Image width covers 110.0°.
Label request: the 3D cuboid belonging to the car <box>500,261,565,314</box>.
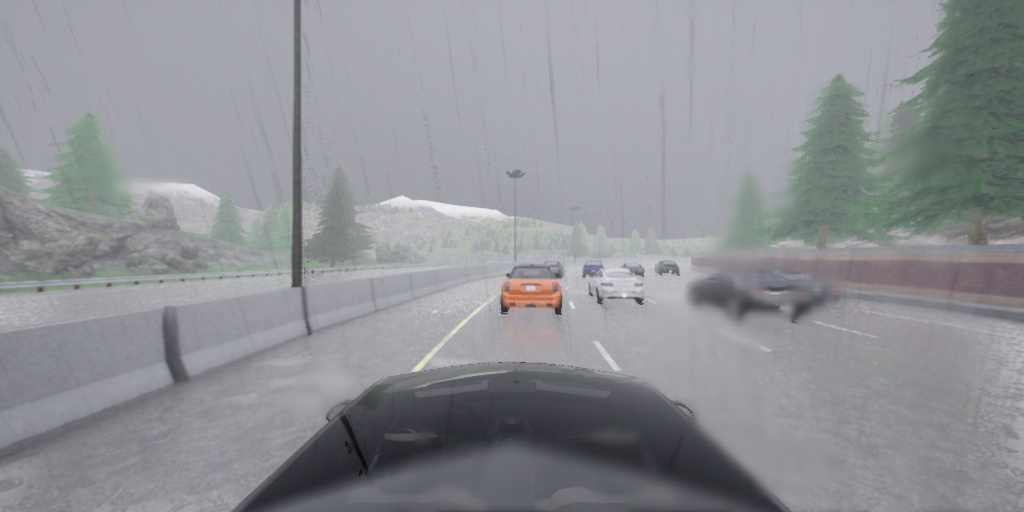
[{"bbox_3d":[0.805,1.067,13.813,2.097,1.767,4.553,0,0,5],"label":"car"}]

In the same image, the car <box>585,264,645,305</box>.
[{"bbox_3d":[4.517,1.245,15.933,1.812,1.442,4.674,0,0,6],"label":"car"}]

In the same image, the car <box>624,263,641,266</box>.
[{"bbox_3d":[11.302,1.284,33.873,1.895,1.301,4.718,0,0,14],"label":"car"}]

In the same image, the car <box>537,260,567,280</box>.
[{"bbox_3d":[3.568,1.161,31.400,2.128,1.511,4.902,0,0,12],"label":"car"}]

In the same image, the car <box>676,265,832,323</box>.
[{"bbox_3d":[7.669,1.231,12.150,2.128,1.511,4.902,0,0,5],"label":"car"}]

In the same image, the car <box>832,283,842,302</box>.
[{"bbox_3d":[11.485,1.286,15.662,2.033,1.411,5.357,0,0,7],"label":"car"}]

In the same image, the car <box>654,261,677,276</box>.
[{"bbox_3d":[15.523,1.193,36.022,1.837,1.490,4.892,0,0,15],"label":"car"}]

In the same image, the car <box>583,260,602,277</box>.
[{"bbox_3d":[7.680,1.151,33.704,1.882,1.535,5.008,0,0,13],"label":"car"}]
